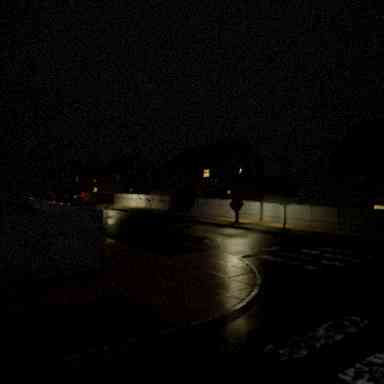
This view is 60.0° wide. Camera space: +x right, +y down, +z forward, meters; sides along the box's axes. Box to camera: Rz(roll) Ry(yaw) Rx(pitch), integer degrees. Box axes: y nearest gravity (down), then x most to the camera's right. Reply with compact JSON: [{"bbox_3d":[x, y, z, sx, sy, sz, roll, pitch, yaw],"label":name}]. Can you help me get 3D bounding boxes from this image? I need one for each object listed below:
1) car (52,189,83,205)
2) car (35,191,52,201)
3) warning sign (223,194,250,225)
[{"bbox_3d":[-15.717,0.636,42.524,2.150,2.045,5.566,1,0,-36],"label":"car"},{"bbox_3d":[-24.147,0.569,54.176,2.097,1.767,4.553,1,0,-36],"label":"car"},{"bbox_3d":[2.792,1.055,21.024,1.300,1.860,1.060,0,0,-36],"label":"warning sign"}]
